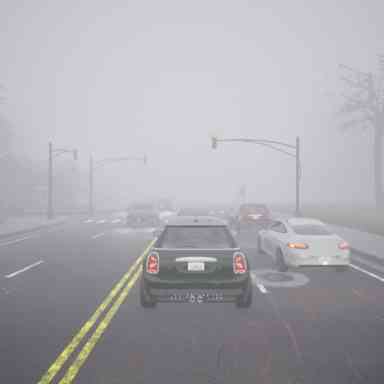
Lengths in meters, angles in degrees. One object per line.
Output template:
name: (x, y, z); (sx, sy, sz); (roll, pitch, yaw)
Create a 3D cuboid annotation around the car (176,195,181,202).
car: (-3.283, 1.509, 54.217); (1.812, 1.442, 4.674); (0, 0, 0)

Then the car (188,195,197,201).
car: (0.099, 1.482, 85.690); (2.128, 1.511, 4.902); (0, 0, 0)

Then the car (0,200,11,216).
car: (-19.651, 1.522, 30.118); (4.902, 1.511, 2.128); (0, 0, 0)

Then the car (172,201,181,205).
car: (0.061, 1.478, 17.351); (1.882, 1.535, 5.008); (0, 0, 0)

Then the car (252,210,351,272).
car: (3.345, 1.526, 10.640); (1.812, 1.442, 4.674); (0, 0, 0)

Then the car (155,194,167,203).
car: (-6.423, 1.321, 69.030); (2.097, 1.767, 4.553); (0, 0, 0)

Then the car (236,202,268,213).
car: (3.331, 1.352, 19.434); (2.097, 1.767, 4.553); (0, 0, 0)

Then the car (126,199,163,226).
car: (-3.325, 1.505, 23.149); (1.837, 1.490, 4.892); (0, 0, 0)

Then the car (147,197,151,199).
car: (-6.553, 1.595, 40.564); (1.895, 1.301, 4.718); (0, 0, 0)

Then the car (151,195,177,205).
car: (-3.302, 1.486, 40.543); (2.128, 1.511, 4.902); (0, 0, 0)

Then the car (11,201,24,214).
car: (-19.252, 1.521, 32.960); (4.902, 1.511, 2.128); (0, 0, 1)

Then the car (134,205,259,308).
car: (0.085, 1.352, 8.086); (2.097, 1.767, 4.553); (0, 0, 0)
